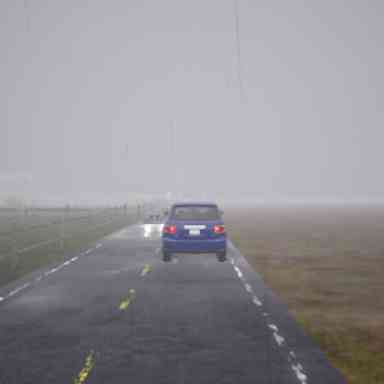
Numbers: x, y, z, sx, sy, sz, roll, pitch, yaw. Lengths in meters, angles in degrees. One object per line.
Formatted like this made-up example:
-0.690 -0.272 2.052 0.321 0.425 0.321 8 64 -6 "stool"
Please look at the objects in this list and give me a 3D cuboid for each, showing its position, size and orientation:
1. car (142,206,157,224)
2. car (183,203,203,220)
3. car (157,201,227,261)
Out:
-2.865 1.820 27.464 1.994 1.385 4.181 0 -1 0 "car"
0.069 1.829 32.433 1.812 1.442 4.674 0 -1 0 "car"
0.085 1.343 12.960 2.150 2.045 5.566 0 0 0 "car"
